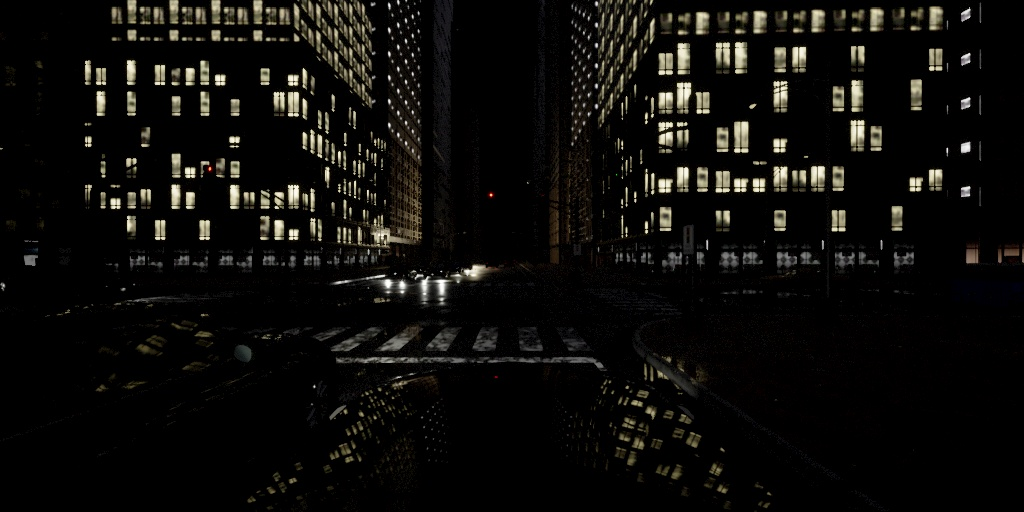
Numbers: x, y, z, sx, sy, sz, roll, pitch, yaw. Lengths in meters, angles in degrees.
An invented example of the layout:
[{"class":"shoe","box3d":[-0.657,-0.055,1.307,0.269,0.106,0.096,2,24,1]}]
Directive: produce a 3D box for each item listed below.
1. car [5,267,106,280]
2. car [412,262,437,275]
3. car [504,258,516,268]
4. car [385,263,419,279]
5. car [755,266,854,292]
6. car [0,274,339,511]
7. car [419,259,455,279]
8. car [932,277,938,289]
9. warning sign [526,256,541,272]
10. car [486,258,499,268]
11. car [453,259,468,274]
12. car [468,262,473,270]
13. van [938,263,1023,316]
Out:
[{"class":"car","box3d":[-20.003,1.263,16.296,4.892,1.490,1.837,0,0,2]},{"class":"car","box3d":[-10.097,1.360,41.690,1.994,1.385,4.181,0,0,0]},{"class":"car","box3d":[-0.396,1.426,63.814,1.994,1.385,4.181,0,0,0]},{"class":"car","box3d":[-10.048,1.343,32.782,1.994,1.385,4.181,0,0,0]},{"class":"car","box3d":[16.966,1.293,20.923,4.829,1.417,1.751,0,0,2]},{"class":"car","box3d":[-3.155,1.102,2.543,2.097,1.767,4.553,0,0,0]},{"class":"car","box3d":[-6.797,1.305,32.938,1.812,1.442,4.674,0,0,0]},{"class":"car","box3d":[26.803,1.357,20.502,4.207,1.307,1.802,0,0,2]},{"class":"warning sign","box3d":[2.601,0.910,40.818,1.300,1.860,1.060,0,0,0]},{"class":"car","box3d":[-3.540,1.213,63.634,2.097,1.767,4.553,0,0,-1]},{"class":"car","box3d":[-6.861,1.277,42.811,1.882,1.535,5.008,0,0,0]},{"class":"car","box3d":[-6.912,1.389,52.790,1.994,1.385,4.181,0,0,0]},{"class":"van","box3d":[18.289,1.119,12.760,3.998,1.789,1.690,0,0,2]}]
